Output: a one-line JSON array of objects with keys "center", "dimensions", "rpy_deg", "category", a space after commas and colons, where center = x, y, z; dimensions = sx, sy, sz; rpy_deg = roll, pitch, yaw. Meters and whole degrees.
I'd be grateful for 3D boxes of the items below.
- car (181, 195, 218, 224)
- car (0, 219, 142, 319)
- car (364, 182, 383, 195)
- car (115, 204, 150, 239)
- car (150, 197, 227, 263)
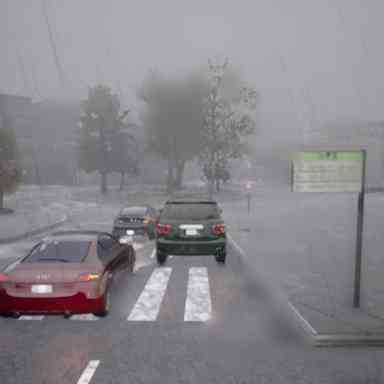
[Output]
[{"center": [0.644, 1.113, 22.952], "dimensions": [1.837, 1.490, 4.892], "rpy_deg": [0, 3, 10], "category": "car"}, {"center": [-2.478, 1.546, 7.433], "dimensions": [1.994, 1.385, 4.181], "rpy_deg": [0, 0, -1], "category": "car"}, {"center": [22.771, -0.516, 42.317], "dimensions": [4.674, 1.442, 1.812], "rpy_deg": [-2, 5, -17], "category": "car"}, {"center": [-2.568, 1.368, 16.309], "dimensions": [1.837, 1.490, 4.892], "rpy_deg": [0, 2, 0], "category": "car"}, {"center": [-0.041, 1.175, 11.982], "dimensions": [2.150, 2.045, 5.566], "rpy_deg": [0, 1, -1], "category": "car"}]
